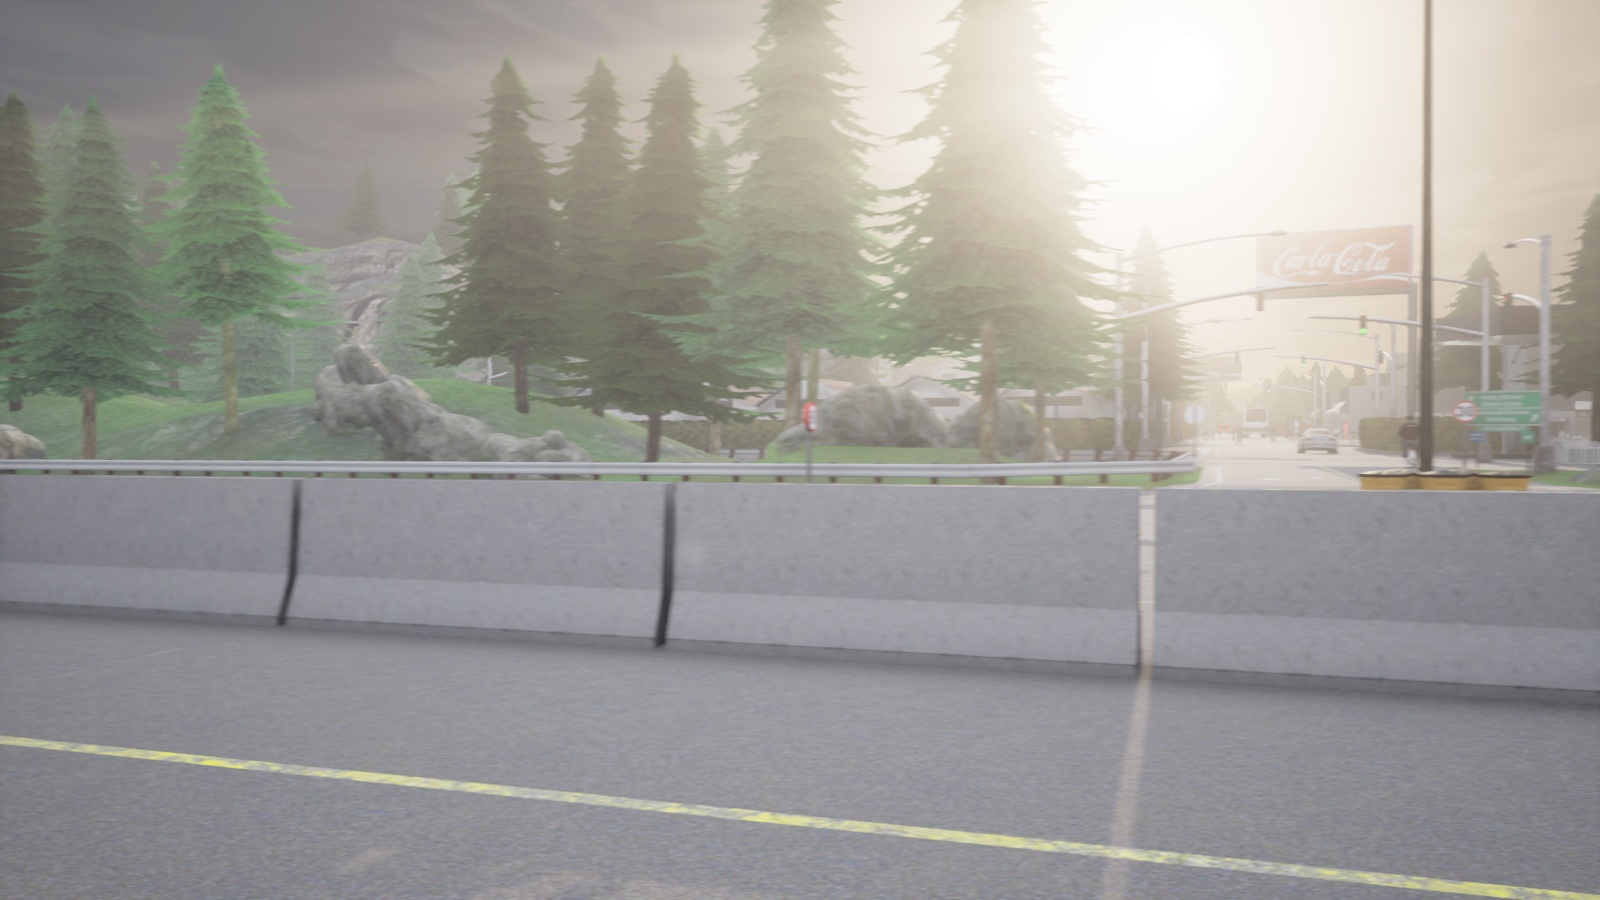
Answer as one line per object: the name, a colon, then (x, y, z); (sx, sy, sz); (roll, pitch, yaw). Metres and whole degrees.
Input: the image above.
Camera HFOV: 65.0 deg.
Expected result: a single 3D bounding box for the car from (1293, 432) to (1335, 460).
car: (28.589, -0.265, 69.991); (1.812, 1.442, 4.674); (2, 2, 18)
